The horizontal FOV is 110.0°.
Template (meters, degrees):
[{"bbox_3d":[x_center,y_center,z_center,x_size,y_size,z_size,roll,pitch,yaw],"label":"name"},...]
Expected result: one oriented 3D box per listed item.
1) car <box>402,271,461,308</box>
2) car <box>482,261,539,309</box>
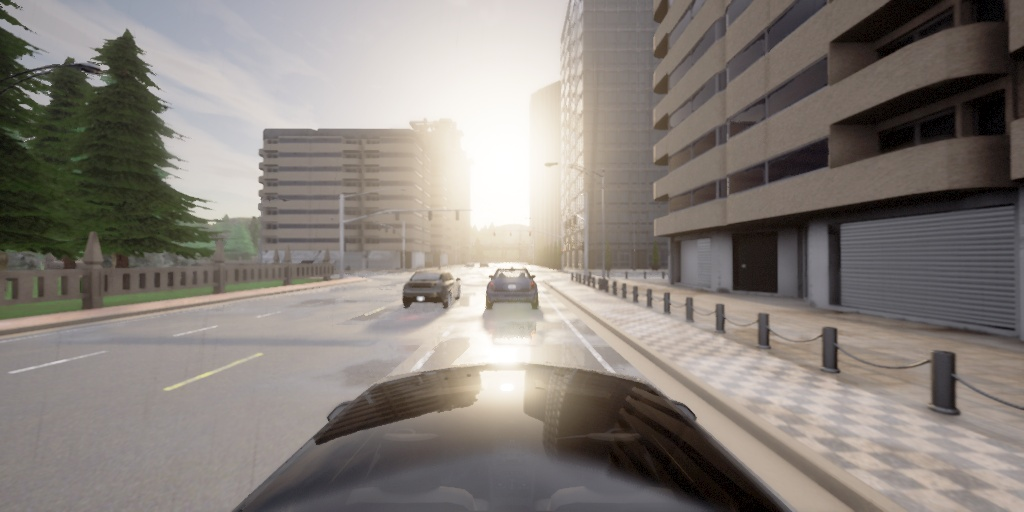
[{"bbox_3d":[-3.492,1.393,16.157,1.837,1.490,4.892,0,0,0],"label":"car"},{"bbox_3d":[0.006,1.234,15.938,2.097,1.767,4.553,0,-1,0],"label":"car"}]
